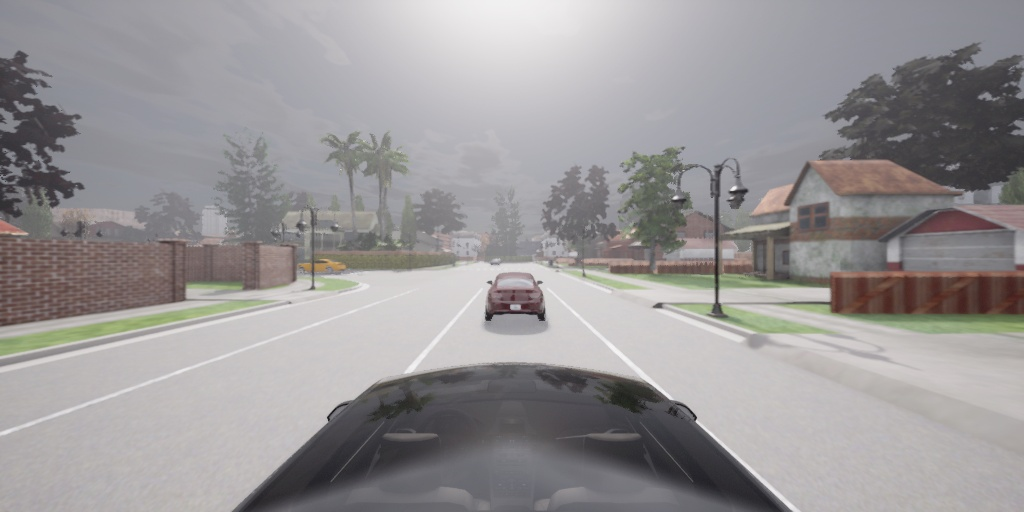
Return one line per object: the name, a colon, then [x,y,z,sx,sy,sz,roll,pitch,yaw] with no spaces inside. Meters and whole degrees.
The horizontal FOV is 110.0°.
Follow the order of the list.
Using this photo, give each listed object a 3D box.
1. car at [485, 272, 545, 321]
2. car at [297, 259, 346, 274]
car: [0.104,1.277,12.400,1.812,1.442,4.674,0,0,0]
car: [-20.437,1.078,38.369,5.008,1.535,1.882,0,0,2]
